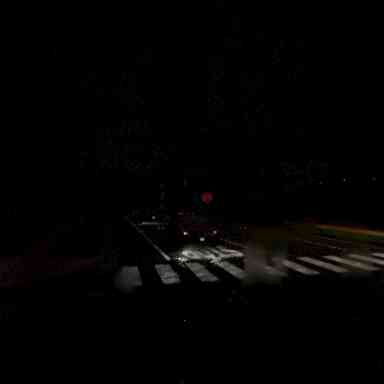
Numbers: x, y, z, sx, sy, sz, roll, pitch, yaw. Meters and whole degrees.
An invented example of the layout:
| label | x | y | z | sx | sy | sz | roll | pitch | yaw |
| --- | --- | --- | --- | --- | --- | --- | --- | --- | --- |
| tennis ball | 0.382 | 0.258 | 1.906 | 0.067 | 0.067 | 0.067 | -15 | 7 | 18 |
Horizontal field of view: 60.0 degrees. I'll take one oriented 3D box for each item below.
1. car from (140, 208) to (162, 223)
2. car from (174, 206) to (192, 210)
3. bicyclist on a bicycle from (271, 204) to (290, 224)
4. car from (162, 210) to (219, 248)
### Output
| label | x | y | z | sx | sy | sz | roll | pitch | yaw |
| --- | --- | --- | --- | --- | --- | --- | --- | --- | --- |
| car | -4.056 | 2.251 | 33.098 | 1.994 | 1.385 | 4.181 | 0 | -1 | -13 |
| car | -1.073 | 2.260 | 36.217 | 2.033 | 1.411 | 5.357 | 0 | -1 | -14 |
| bicyclist on a bicycle | 6.916 | 1.721 | 25.906 | 1.656 | 1.620 | 0.582 | -1 | -1 | -14 |
| car | -0.104 | 1.849 | 16.895 | 1.812 | 1.442 | 4.674 | 0 | -1 | -14 |
